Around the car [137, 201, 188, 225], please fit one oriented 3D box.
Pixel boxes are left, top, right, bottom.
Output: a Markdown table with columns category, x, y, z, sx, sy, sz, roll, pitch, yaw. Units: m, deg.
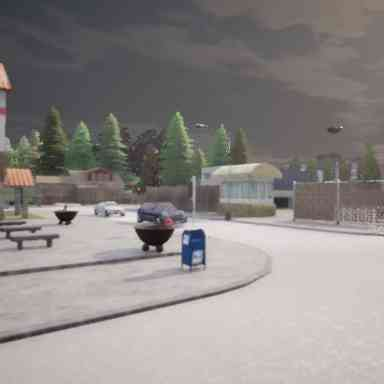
| category | x | y | z | sx | sy | sz | roll | pitch | yaw |
| --- | --- | --- | --- | --- | --- | --- | --- | --- | --- |
| car | -2.244 | 1.485 | 24.489 | 2.097 | 1.767 | 4.553 | 1 | 0 | -35 |

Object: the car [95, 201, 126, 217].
| category | x | y | z | sx | sy | sz | roll | pitch | yaw |
| --- | --- | --- | --- | --- | --- | --- | --- | --- | --- |
| car | -8.170 | 1.659 | 32.842 | 1.812 | 1.442 | 4.674 | 1 | 0 | -35 |
